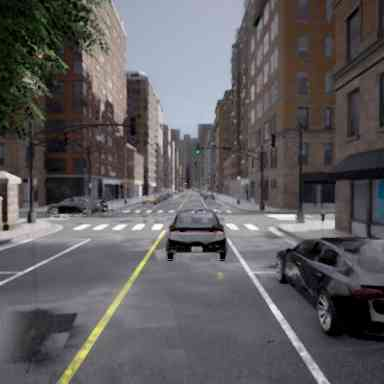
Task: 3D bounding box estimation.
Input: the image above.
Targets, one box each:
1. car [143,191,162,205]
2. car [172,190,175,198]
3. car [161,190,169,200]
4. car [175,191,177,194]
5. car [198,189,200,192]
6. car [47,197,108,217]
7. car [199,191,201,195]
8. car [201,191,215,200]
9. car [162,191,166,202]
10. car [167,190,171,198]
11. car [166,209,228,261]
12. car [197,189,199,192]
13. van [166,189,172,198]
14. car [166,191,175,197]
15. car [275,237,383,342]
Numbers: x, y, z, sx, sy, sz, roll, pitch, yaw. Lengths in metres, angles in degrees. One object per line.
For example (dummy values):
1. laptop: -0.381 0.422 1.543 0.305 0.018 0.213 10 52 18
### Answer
1. car: -5.486 0.949 44.180 1.752 1.417 4.829 0 1 0
2. car: -5.372 0.634 71.601 2.008 1.369 4.403 0 1 0
3. car: -5.440 0.829 55.250 1.887 1.381 4.507 0 1 0
4. car: -5.350 0.333 77.049 2.192 1.841 5.009 0 1 0
5. car: 3.222 0.411 88.111 1.752 1.417 4.829 0 1 0
6. car: -9.105 1.138 26.403 4.902 1.511 2.128 0 0 13
7. car: 3.153 0.633 71.597 2.008 1.369 4.403 0 1 0
8. car: 3.107 0.655 60.700 1.967 1.590 4.097 0 1 0
9. car: -5.463 0.903 49.800 2.008 1.369 4.403 0 1 0
10. car: -5.417 0.761 60.701 1.887 1.381 4.507 0 1 0
11. car: 0.147 1.340 11.647 2.128 1.511 4.902 0 1 0
12. car: 3.243 0.375 93.389 2.008 1.369 4.403 0 1 0
13. van: -5.395 0.491 66.148 1.690 1.788 3.998 0 1 0
14. car: -5.327 0.481 82.332 1.752 1.417 4.829 0 1 0
15. car: 2.881 1.483 6.330 1.947 1.339 4.313 0 1 0
